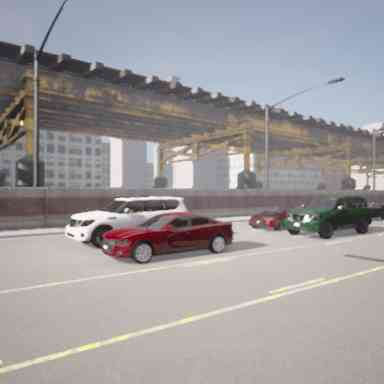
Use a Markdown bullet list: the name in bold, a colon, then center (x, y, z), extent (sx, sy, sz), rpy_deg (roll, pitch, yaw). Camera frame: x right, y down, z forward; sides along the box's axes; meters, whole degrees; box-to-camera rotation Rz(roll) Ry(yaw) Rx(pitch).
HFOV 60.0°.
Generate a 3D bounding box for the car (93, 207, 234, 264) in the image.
- **car**: center (-0.721, 1.484, 12.061), extent (5.008, 1.535, 1.882), rpy_deg (0, 0, -35)

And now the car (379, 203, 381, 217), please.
- **car**: center (13.945, 1.518, 26.718), extent (4.902, 1.511, 2.128), rpy_deg (0, 0, -36)

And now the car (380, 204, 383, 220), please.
- **car**: center (16.081, 1.574, 23.943), extent (5.357, 1.411, 2.033), rpy_deg (0, 0, -36)

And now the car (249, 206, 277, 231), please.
- **car**: center (5.536, 1.580, 20.750), extent (4.181, 1.385, 1.994), rpy_deg (0, 0, -35)

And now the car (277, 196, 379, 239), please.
- **car**: center (7.360, 1.238, 17.759), extent (5.566, 2.045, 2.150), rpy_deg (0, 0, -35)

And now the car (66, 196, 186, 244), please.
- **car**: center (-2.652, 1.228, 14.984), extent (5.566, 2.045, 2.150), rpy_deg (0, 0, -36)
